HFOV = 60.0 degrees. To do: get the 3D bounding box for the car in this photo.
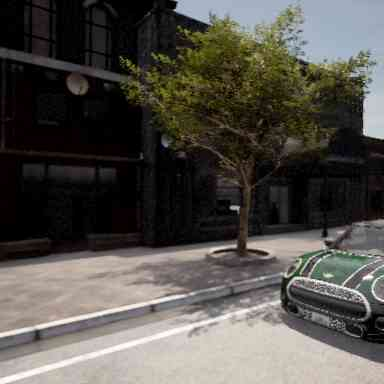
[{"bbox_3d":[3.796,1.353,6.394,4.553,1.767,2.097,0,0,-35],"label":"car"}]
